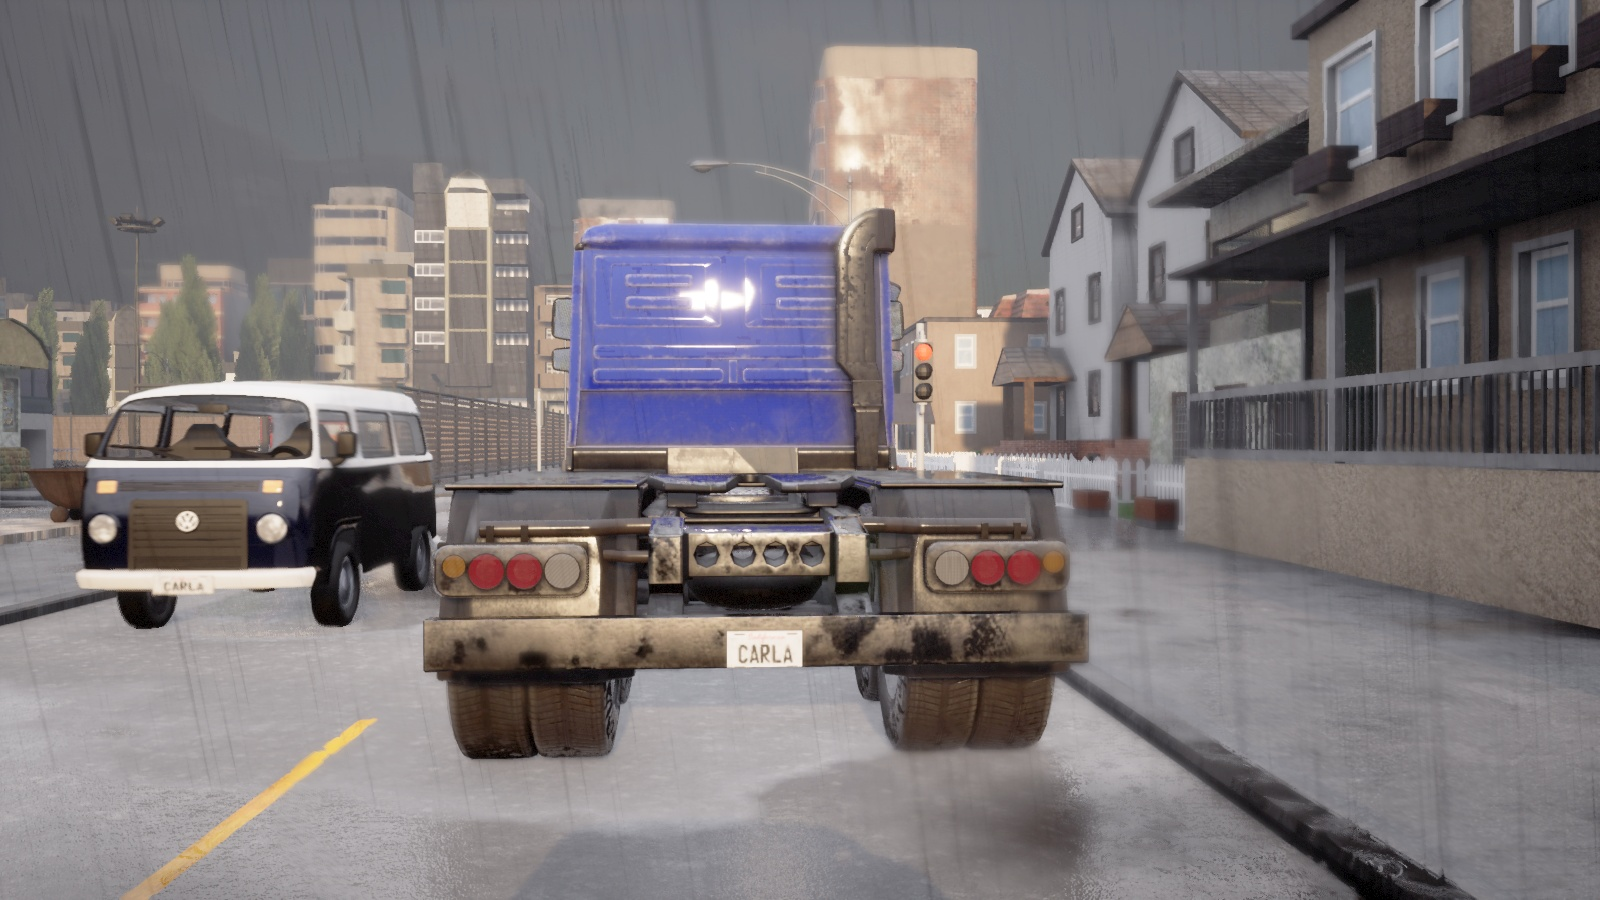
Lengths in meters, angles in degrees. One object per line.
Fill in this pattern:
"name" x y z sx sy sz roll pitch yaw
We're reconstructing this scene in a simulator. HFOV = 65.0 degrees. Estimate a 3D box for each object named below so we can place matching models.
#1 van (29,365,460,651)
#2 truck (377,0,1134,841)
"van" -4.581 0.403 11.246 2.069 2.038 4.480 0 0 -3
"truck" -0.432 -0.285 8.765 2.891 3.462 7.936 0 0 -4
